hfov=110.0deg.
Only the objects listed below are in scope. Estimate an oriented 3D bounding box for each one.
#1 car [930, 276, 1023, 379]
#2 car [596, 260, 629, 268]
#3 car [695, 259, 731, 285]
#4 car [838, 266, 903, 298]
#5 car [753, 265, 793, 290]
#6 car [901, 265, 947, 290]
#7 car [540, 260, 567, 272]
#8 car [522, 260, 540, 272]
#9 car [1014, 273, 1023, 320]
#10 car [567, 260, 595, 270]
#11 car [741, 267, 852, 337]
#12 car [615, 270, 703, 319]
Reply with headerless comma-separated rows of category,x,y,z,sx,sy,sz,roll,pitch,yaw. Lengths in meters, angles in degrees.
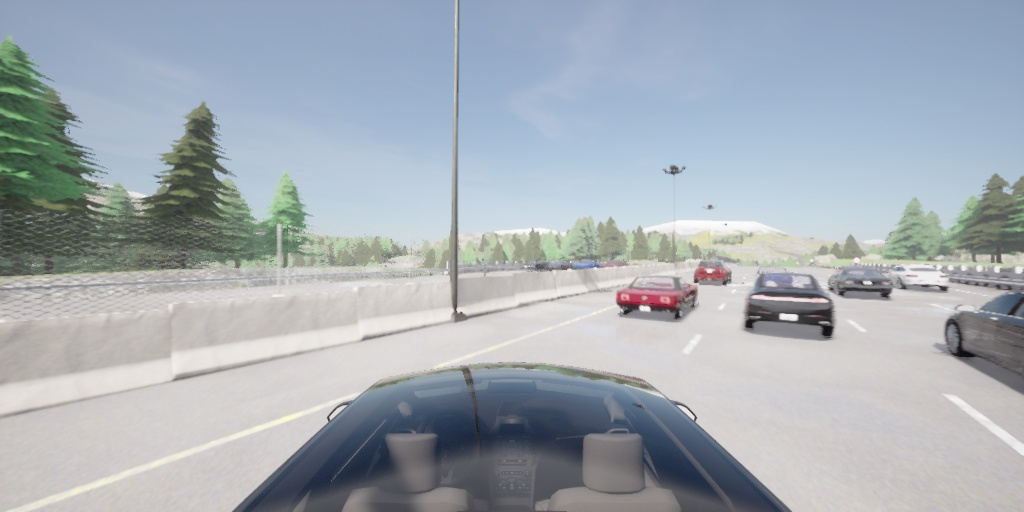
car,8.637,1.248,5.387,1.837,1.490,4.892,0,0,35
car,11.702,1.211,40.658,1.882,1.535,5.008,0,0,35
car,14.870,1.085,26.530,2.097,1.767,4.553,0,0,35
car,17.853,1.279,18.601,2.033,1.411,5.357,0,0,35
car,16.851,1.333,23.256,1.895,1.301,4.718,0,0,35
car,24.203,1.251,21.561,1.812,1.442,4.674,0,0,35
car,5.978,1.285,44.689,2.033,1.411,5.357,0,0,35
car,3.091,1.231,46.658,2.128,1.511,4.902,0,0,35
car,15.476,1.261,9.041,1.812,1.442,4.674,0,0,35
car,8.823,1.213,42.646,1.882,1.535,5.008,0,0,35
car,7.932,1.234,10.465,2.128,1.511,4.902,0,0,35
car,5.404,1.345,12.950,1.895,1.301,4.718,0,0,35
